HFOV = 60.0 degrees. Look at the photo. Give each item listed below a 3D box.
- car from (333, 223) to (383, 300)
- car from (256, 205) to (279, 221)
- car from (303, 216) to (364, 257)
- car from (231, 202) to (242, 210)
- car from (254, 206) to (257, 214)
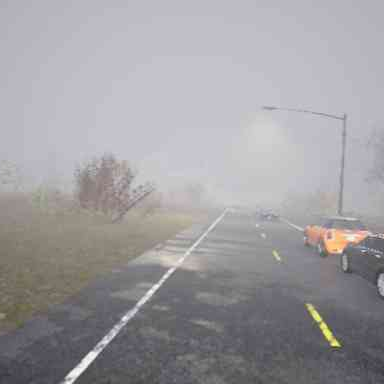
[{"bbox_3d":[5.702,1.926,9.276,1.837,1.490,4.892,3,-1,8],"label":"car"},{"bbox_3d":[8.687,2.464,37.820,1.895,1.301,4.718,3,-1,8],"label":"car"},{"bbox_3d":[6.541,1.879,15.191,2.097,1.767,4.553,3,-1,8],"label":"car"},{"bbox_3d":[8.490,2.585,63.110,1.812,1.442,4.674,3,0,7],"label":"car"},{"bbox_3d":[10.273,2.600,49.419,2.033,1.411,5.357,3,0,8],"label":"car"}]
